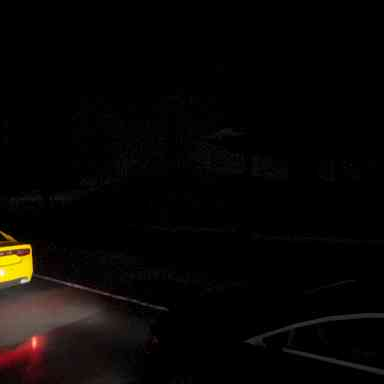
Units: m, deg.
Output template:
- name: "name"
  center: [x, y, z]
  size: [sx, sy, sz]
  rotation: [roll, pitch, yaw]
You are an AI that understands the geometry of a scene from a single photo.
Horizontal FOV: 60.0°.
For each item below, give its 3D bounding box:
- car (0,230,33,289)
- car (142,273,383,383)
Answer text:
- name: "car"
  center: [-5.867, 1.468, 8.023]
  size: [5.008, 1.535, 1.882]
  rotation: [0, 0, 35]
- name: "car"
  center: [1.732, 1.492, 2.772]
  size: [4.902, 1.511, 2.128]
  rotation: [0, 0, 35]
